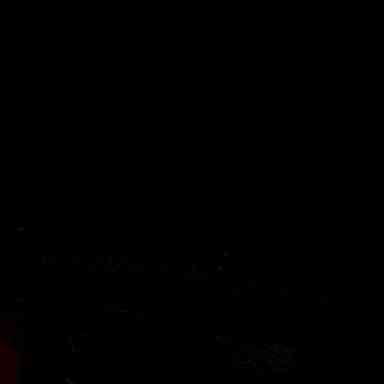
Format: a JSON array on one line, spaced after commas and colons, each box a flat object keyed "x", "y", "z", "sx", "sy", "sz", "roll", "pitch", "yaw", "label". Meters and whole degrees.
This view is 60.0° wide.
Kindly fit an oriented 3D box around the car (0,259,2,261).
[{"x": -5.112, "y": 1.565, "z": 6.452, "sx": 4.313, "sy": 1.339, "sz": 1.947, "roll": 0, "pitch": 0, "yaw": 35, "label": "car"}]

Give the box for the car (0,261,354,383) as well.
[{"x": -0.625, "y": 1.581, "z": 3.254, "sx": 4.206, "sy": 1.307, "sz": 1.802, "roll": 0, "pitch": 0, "yaw": 35, "label": "car"}]
